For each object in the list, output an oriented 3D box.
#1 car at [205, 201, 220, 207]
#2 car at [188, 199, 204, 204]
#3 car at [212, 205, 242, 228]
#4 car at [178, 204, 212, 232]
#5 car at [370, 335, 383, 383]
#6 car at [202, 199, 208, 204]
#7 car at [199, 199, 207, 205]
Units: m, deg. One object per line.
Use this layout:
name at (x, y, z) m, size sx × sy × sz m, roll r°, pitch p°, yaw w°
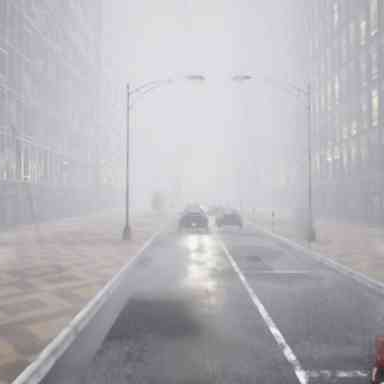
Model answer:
car at (2.573, 1.935, 34.857) m, size 1.802 × 1.307 × 4.206 m, roll 1°, pitch -1°, yaw 0°
car at (0.095, 1.965, 41.001) m, size 2.033 × 1.411 × 5.357 m, roll 0°, pitch -1°, yaw 0°
car at (2.575, 1.819, 23.724) m, size 1.802 × 1.307 × 4.206 m, roll 1°, pitch -1°, yaw 0°
car at (0.097, 1.740, 21.533) m, size 1.812 × 1.442 × 4.674 m, roll 0°, pitch -1°, yaw 0°
car at (2.579, 1.560, 1.456) m, size 1.887 × 1.381 × 4.507 m, roll 1°, pitch -1°, yaw 0°
car at (2.570, 2.223, 73.829) m, size 1.967 × 1.590 × 4.097 m, roll 1°, pitch -1°, yaw 0°
car at (2.567, 2.429, 79.395) m, size 1.802 × 1.307 × 4.206 m, roll 1°, pitch -1°, yaw 0°
